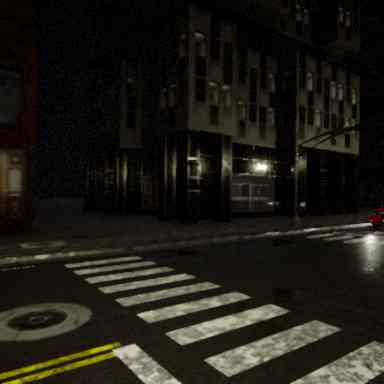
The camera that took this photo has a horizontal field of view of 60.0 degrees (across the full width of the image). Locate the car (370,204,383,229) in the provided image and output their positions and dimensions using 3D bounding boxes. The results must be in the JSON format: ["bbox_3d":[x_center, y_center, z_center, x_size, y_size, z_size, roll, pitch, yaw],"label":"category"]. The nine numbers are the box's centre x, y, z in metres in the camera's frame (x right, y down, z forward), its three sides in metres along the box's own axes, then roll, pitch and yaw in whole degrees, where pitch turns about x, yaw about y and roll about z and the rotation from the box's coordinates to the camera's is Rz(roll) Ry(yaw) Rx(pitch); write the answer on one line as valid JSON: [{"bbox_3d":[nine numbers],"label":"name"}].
[{"bbox_3d":[13.828,1.372,21.535,5.566,2.045,2.150,0,0,-36],"label":"car"}]
